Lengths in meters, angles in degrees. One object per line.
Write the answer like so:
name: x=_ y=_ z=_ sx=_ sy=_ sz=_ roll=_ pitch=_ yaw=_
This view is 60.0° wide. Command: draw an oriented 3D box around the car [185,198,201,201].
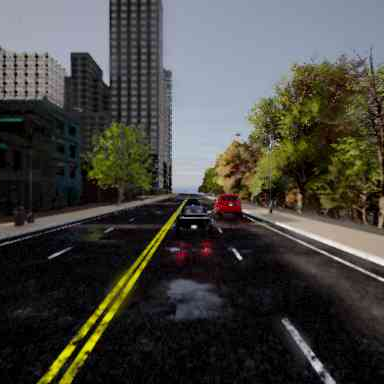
car: x=0.122 y=1.473 z=43.648 sx=1.882 sy=1.535 sz=5.008 roll=0 pitch=0 yaw=0

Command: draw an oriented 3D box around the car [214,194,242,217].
car: x=3.365 y=1.218 z=31.443 sx=2.150 sy=2.045 sz=5.566 roll=0 pitch=0 yaw=0

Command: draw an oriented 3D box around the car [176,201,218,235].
car: x=0.109 y=1.490 z=18.797 sx=2.128 sy=1.511 sz=4.902 roll=0 pitch=0 yaw=0
